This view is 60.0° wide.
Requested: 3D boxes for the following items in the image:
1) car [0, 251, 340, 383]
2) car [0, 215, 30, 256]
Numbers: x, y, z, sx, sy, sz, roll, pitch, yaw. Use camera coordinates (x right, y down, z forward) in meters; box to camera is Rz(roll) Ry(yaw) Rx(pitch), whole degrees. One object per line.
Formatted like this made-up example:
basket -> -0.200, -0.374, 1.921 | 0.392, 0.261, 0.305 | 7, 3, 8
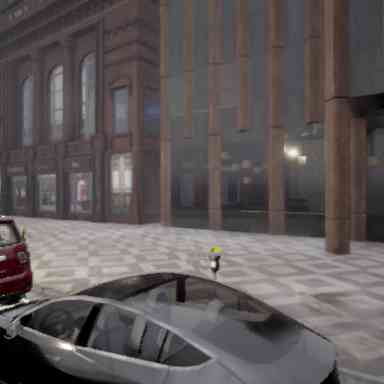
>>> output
car -> -0.710, 1.578, 3.586 | 4.313, 1.339, 1.947 | 0, 0, 36
car -> -5.302, 1.353, 6.863 | 5.009, 1.841, 2.192 | 0, 0, 36
